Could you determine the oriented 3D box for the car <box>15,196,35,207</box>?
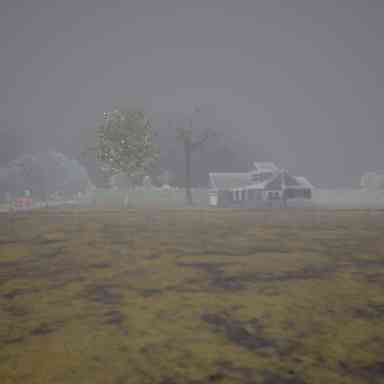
[{"bbox_3d":[-26.614,1.464,53.173,2.097,1.767,4.553,0,0,-12],"label":"car"}]
